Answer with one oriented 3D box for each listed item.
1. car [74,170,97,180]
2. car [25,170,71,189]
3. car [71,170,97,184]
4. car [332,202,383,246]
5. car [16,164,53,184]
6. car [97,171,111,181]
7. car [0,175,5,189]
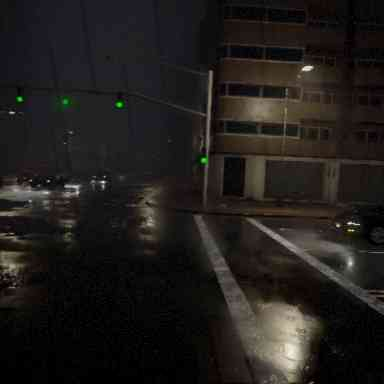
[{"bbox_3d":[-17.284,-2.833,54.192,2.033,1.411,5.357,3,4,-2],"label":"car"},{"bbox_3d":[-12.980,-1.015,30.311,1.895,1.301,4.718,2,4,-2],"label":"car"},{"bbox_3d":[-13.308,-1.736,39.393,2.128,1.511,4.902,2,4,-2],"label":"car"},{"bbox_3d":[7.612,1.044,11.915,4.892,1.490,1.837,2,4,-3],"label":"car"},{"bbox_3d":[-16.666,-1.920,35.753,2.150,2.045,5.566,2,3,-2],"label":"car"},{"bbox_3d":[-13.701,-2.502,50.954,1.837,1.490,4.892,3,5,-2],"label":"car"},{"bbox_3d":[-16.312,-0.943,25.727,1.812,1.442,4.674,2,4,-2],"label":"car"}]
